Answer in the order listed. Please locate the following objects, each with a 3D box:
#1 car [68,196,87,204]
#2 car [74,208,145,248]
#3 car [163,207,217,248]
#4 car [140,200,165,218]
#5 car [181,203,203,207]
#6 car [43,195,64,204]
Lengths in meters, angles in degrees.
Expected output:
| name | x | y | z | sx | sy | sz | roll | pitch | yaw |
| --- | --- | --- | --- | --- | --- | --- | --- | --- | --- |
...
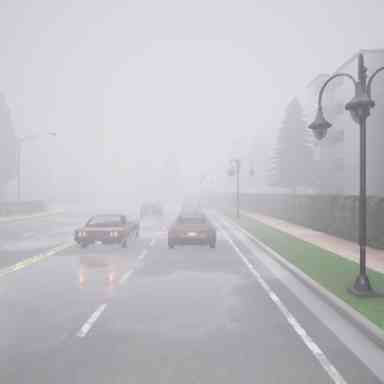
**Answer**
| name | x | y | z | sx | sy | sz | roll | pitch | yaw |
| --- | --- | --- | --- | --- | --- | --- | --- | --- | --- |
| car | -22.474 | 1.541 | 65.382 | 4.181 | 1.385 | 1.994 | 0 | 0 | 41 |
| car | -3.500 | 1.613 | 14.680 | 1.895 | 1.301 | 4.718 | 0 | 0 | 0 |
| car | 0.000 | 1.570 | 14.650 | 1.994 | 1.385 | 4.181 | 0 | 0 | 0 |
| car | -3.500 | 1.492 | 29.650 | 2.128 | 1.511 | 4.902 | 0 | 0 | 0 |
| car | 0.000 | 1.614 | 29.680 | 1.895 | 1.301 | 4.718 | 0 | 0 | 0 |
| car | -26.798 | 1.373 | 64.341 | 4.553 | 1.767 | 2.097 | 0 | 0 | 38 |
